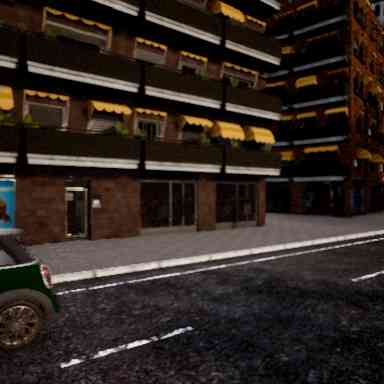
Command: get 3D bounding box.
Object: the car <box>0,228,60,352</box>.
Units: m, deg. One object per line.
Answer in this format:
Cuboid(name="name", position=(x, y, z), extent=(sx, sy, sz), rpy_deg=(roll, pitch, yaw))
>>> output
Cuboid(name="car", position=(-4.360, 1.355, 4.584), extent=(4.553, 1.767, 2.097), rpy_deg=(0, 0, -35))
